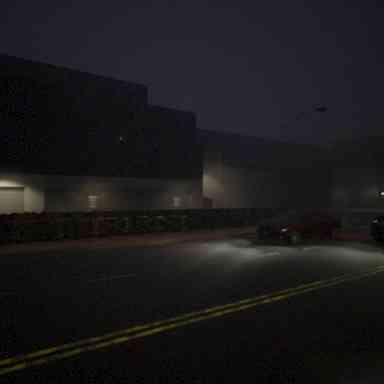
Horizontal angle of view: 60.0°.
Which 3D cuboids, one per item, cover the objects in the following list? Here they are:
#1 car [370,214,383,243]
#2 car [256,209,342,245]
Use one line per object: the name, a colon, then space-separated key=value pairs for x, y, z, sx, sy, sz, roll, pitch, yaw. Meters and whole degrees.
car: x=10.851 y=1.381 z=15.945 sx=5.566 sy=2.045 sz=2.150 roll=1 pitch=-1 yaw=-35
car: x=5.338 y=1.595 z=16.354 sx=5.008 sy=1.535 sz=1.882 roll=1 pitch=-1 yaw=-35
